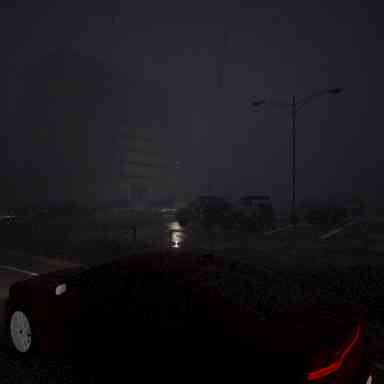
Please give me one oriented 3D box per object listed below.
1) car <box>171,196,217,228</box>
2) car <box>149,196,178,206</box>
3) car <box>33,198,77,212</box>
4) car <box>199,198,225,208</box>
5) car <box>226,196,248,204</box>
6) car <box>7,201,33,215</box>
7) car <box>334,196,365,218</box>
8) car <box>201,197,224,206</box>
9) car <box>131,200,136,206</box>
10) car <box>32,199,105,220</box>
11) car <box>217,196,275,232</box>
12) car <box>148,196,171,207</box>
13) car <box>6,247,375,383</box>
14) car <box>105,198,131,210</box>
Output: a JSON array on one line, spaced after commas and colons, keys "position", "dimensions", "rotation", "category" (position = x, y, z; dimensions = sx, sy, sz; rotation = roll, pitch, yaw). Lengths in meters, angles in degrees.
[{"position": [0.989, 1.153, 20.698], "dimensions": [1.932, 1.855, 4.605], "rotation": [0, 0, 34], "category": "car"}, {"position": [-4.761, 1.492, 56.294], "dimensions": [2.128, 1.511, 4.902], "rotation": [0, 0, 34], "category": "car"}, {"position": [-16.130, 1.526, 39.402], "dimensions": [1.812, 1.442, 4.674], "rotation": [0, 0, 34], "category": "car"}, {"position": [3.019, 1.564, 48.760], "dimensions": [1.994, 1.385, 4.181], "rotation": [0, 0, 34], "category": "car"}, {"position": [8.581, 1.492, 63.326], "dimensions": [2.128, 1.511, 4.902], "rotation": [0, 0, 34], "category": "car"}, {"position": [-15.679, 1.547, 33.814], "dimensions": [2.033, 1.411, 5.357], "rotation": [0, 0, 34], "category": "car"}, {"position": [15.380, 1.395, 31.987], "dimensions": [1.970, 1.475, 3.806], "rotation": [0, 0, 34], "category": "car"}, {"position": [3.508, 1.526, 55.754], "dimensions": [1.812, 1.442, 4.674], "rotation": [0, 0, 34], "category": "car"}, {"position": [-10.469, 1.547, 47.858], "dimensions": [2.033, 1.411, 5.357], "rotation": [0, 0, 33], "category": "car"}, {"position": [-10.455, 1.548, 28.668], "dimensions": [2.033, 1.411, 5.357], "rotation": [0, 0, 34], "category": "car"}, {"position": [3.356, 1.156, 19.032], "dimensions": [1.905, 1.878, 3.866], "rotation": [0, 0, 34], "category": "car"}, {"position": [-4.662, 1.492, 50.206], "dimensions": [2.128, 1.511, 4.902], "rotation": [0, 0, 34], "category": "car"}, {"position": [-0.486, 1.478, 4.335], "dimensions": [5.008, 1.535, 1.882], "rotation": [0, 0, 35], "category": "car"}, {"position": [-10.337, 1.601, 41.775], "dimensions": [1.895, 1.301, 4.718], "rotation": [0, 0, 34], "category": "car"}]
